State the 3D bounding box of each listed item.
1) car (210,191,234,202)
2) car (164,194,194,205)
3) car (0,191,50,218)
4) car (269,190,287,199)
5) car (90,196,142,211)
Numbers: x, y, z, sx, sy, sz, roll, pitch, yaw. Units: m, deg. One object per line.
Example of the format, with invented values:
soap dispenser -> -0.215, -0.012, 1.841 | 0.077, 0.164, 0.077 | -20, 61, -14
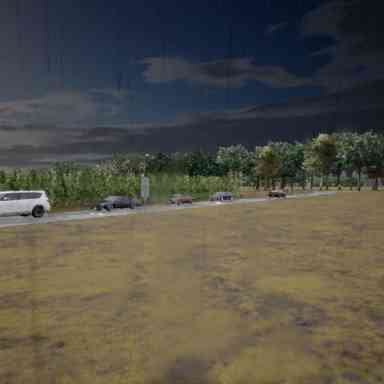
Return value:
car -> 4.455, 0.646, 49.341 | 1.837, 1.490, 4.892 | 0, 1, 35
car -> -1.528, 0.896, 40.912 | 1.994, 1.385, 4.181 | 0, 1, 35
car -> -13.249, 0.934, 24.307 | 2.150, 2.045, 5.566 | 0, 1, 35
car -> 15.457, 0.344, 59.900 | 1.882, 1.535, 5.008 | 0, 1, 35
car -> -7.344, 1.067, 32.683 | 2.033, 1.411, 5.357 | 0, 1, 35
